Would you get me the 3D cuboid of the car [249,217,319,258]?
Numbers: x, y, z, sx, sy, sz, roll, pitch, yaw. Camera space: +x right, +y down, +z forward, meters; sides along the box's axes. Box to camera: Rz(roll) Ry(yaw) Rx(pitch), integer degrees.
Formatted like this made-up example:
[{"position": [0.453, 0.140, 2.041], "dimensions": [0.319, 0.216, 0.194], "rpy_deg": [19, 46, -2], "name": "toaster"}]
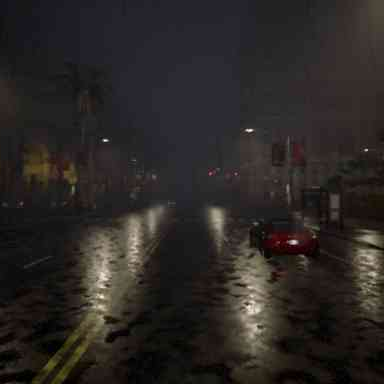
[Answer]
[{"position": [3.526, 1.712, 13.445], "dimensions": [1.994, 1.385, 4.181], "rpy_deg": [0, -1, 0], "name": "car"}]
